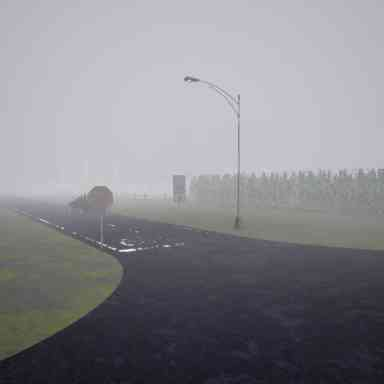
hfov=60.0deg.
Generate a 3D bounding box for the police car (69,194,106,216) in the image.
[{"bbox_3d":[-8.913,1.016,28.048,1.930,1.638,5.238,-1,1,-35],"label":"police car"}]
